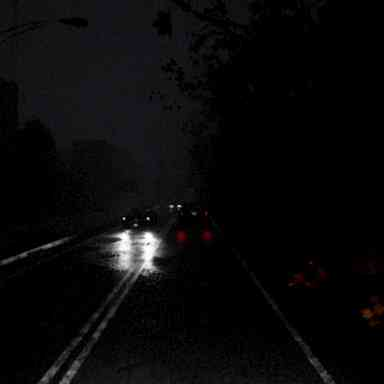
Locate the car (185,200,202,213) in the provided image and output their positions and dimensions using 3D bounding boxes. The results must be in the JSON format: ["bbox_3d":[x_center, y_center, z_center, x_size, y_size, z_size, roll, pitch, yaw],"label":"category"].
[{"bbox_3d":[0.187,1.746,42.032,2.033,1.411,5.357,0,0,0],"label":"car"}]

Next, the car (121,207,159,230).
[{"bbox_3d":[-3.320,1.673,21.919,1.895,1.301,4.718,0,0,0],"label":"car"}]

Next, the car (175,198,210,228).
[{"bbox_3d":[0.134,1.432,23.186,2.097,1.767,4.553,0,0,0],"label":"car"}]

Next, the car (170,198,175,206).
[{"bbox_3d":[-3.131,1.843,62.968,1.812,1.442,4.674,0,0,1],"label":"car"}]
